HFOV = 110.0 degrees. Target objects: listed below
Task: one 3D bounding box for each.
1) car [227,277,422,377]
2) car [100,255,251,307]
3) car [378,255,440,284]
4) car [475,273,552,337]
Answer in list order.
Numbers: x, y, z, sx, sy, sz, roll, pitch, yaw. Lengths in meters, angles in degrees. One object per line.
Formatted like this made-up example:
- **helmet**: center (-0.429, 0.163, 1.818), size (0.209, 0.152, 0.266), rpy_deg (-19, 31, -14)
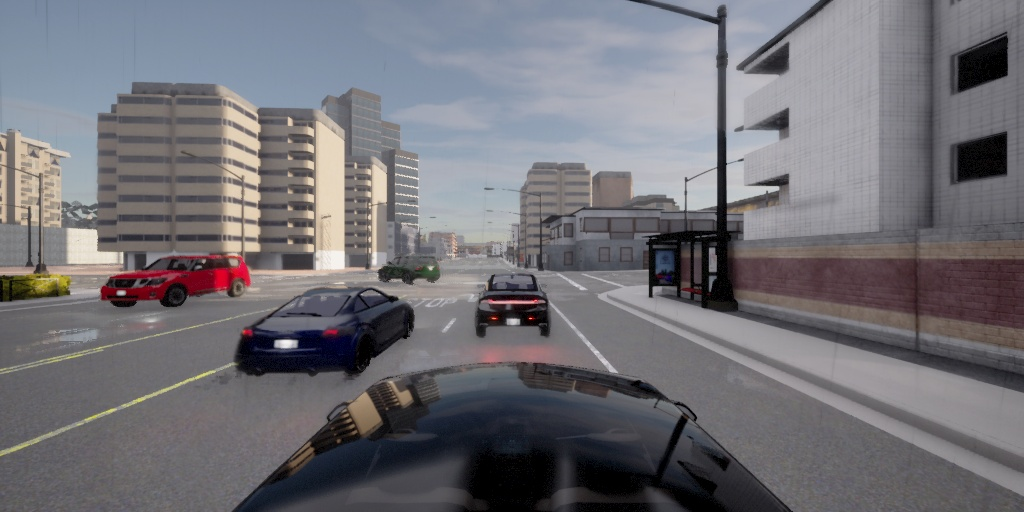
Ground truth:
- **car**: center (-3.455, 1.314, 7.471), size (1.994, 1.385, 4.181), rpy_deg (0, 0, 0)
- **car**: center (-14.148, 0.978, 15.683), size (2.150, 2.045, 5.566), rpy_deg (0, 0, -1)
- **car**: center (-7.641, 0.994, 26.466), size (5.566, 2.045, 2.150), rpy_deg (0, -1, 41)
- **car**: center (0.010, 1.242, 10.337), size (2.128, 1.511, 4.902), rpy_deg (0, 0, -1)
